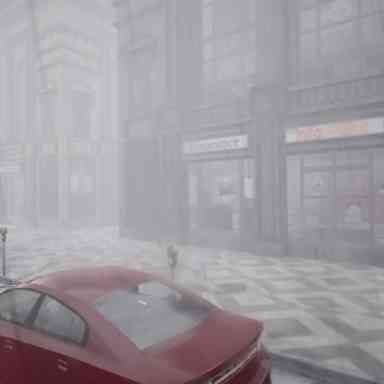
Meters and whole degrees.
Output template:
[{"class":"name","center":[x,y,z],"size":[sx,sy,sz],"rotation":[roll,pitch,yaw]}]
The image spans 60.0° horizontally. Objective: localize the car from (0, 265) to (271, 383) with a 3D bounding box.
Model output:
[{"class":"car","center":[-1.354,1.579,3.933],"size":[4.507,1.381,1.887],"rotation":[-1,-1,35]}]
